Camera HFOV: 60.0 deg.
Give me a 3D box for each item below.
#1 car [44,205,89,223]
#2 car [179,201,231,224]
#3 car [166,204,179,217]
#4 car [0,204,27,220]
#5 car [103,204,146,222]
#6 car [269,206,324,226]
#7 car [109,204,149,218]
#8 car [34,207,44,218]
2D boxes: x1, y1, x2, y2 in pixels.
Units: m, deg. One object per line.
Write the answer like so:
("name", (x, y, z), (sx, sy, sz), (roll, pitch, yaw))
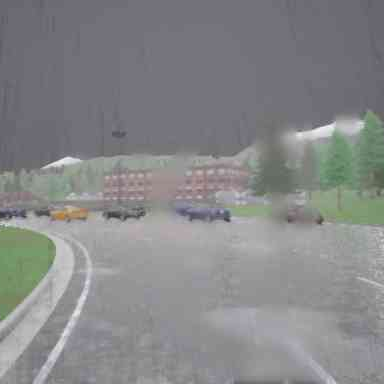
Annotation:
("car", (-12.079, 2.102, 32.497), (5.008, 1.535, 1.882), (-2, -1, 40))
("car", (1.237, 1.687, 28.663), (2.097, 1.767, 4.553), (-1, -1, -34))
("car", (-0.828, 1.950, 36.635), (1.882, 1.535, 5.008), (0, -1, -42))
("car", (-21.312, 2.218, 38.563), (4.553, 1.767, 2.097), (-2, -1, 29))
("car", (-6.871, 2.020, 32.462), (4.902, 1.511, 2.128), (-2, -1, 45))
("car", (7.715, 1.736, 24.910), (1.994, 1.385, 4.181), (-1, -1, -28))
("car", (-7.243, 2.110, 37.806), (4.892, 1.490, 1.837), (-1, -1, 41))
("car", (-17.093, 2.335, 40.158), (4.674, 1.442, 1.812), (-1, -1, 30))
